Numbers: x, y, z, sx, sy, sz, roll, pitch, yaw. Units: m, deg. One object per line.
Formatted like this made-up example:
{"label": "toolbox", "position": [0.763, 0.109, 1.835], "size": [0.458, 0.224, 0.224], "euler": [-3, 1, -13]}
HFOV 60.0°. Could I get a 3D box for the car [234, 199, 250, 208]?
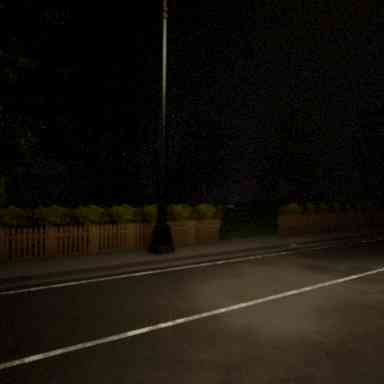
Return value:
{"label": "car", "position": [8.899, 1.944, 54.409], "size": [1.812, 1.442, 4.674], "euler": [1, 0, -36]}
